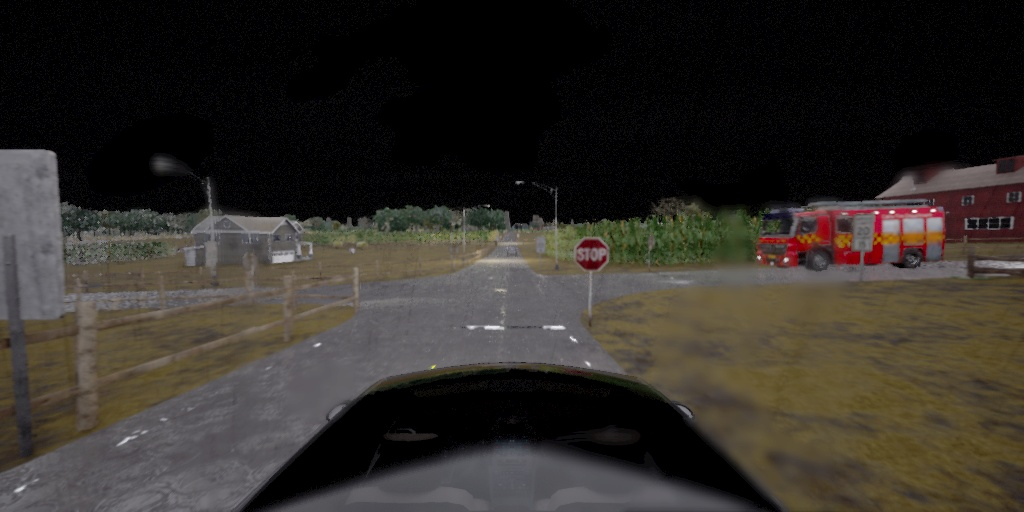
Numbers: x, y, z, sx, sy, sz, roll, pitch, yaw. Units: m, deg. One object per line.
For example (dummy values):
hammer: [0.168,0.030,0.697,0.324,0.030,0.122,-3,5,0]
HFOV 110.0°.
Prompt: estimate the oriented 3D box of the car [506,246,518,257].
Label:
car: [-0.003,-0.701,64.942,2.128,1.511,4.902,0,3,0]

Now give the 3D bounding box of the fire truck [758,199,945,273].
fire truck: [19.304,-1.156,20.788,8.468,3.827,2.891,-2,3,0]
